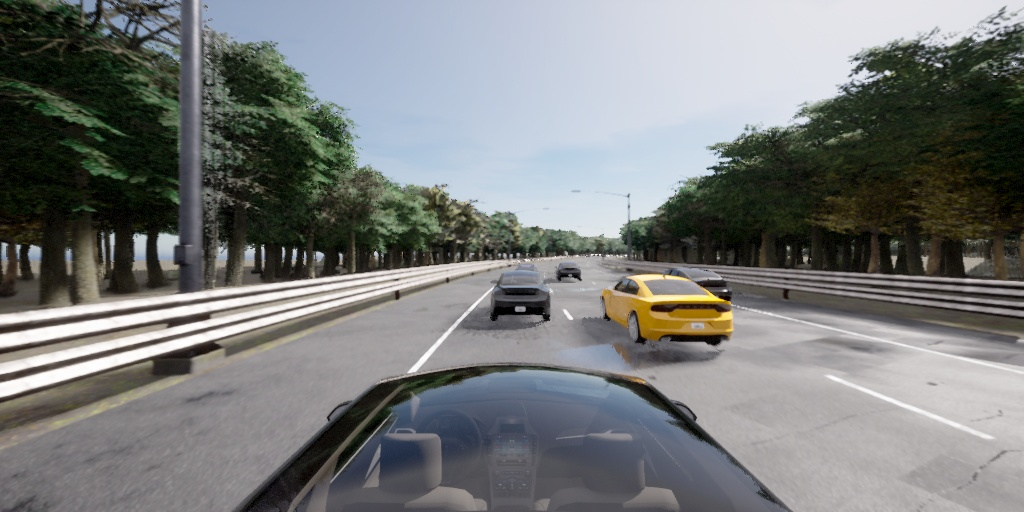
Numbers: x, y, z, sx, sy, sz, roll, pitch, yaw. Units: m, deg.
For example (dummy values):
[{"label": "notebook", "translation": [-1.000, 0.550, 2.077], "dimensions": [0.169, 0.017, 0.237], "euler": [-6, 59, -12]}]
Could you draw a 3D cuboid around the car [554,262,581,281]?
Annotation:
[{"label": "car", "translation": [4.721, 1.273, 30.375], "dimensions": [1.837, 1.490, 4.892], "euler": [0, 0, 4]}]

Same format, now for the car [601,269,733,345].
[{"label": "car", "translation": [3.730, 1.235, 9.582], "dimensions": [1.882, 1.535, 5.008], "euler": [0, 0, 1]}]

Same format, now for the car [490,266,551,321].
[{"label": "car", "translation": [0.305, 1.260, 12.558], "dimensions": [1.837, 1.490, 4.892], "euler": [0, 0, 2]}]

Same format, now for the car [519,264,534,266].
[{"label": "car", "translation": [1.247, 1.329, 30.818], "dimensions": [1.994, 1.385, 4.181], "euler": [0, 0, 4]}]

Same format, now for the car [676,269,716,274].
[{"label": "car", "translation": [7.402, 1.268, 15.405], "dimensions": [1.837, 1.490, 4.892], "euler": [0, 0, 2]}]
